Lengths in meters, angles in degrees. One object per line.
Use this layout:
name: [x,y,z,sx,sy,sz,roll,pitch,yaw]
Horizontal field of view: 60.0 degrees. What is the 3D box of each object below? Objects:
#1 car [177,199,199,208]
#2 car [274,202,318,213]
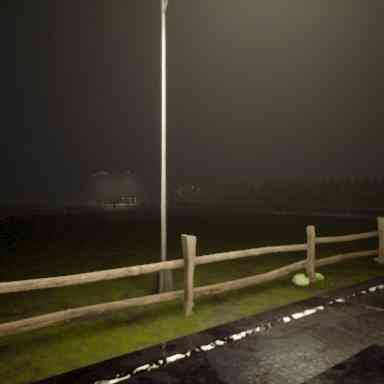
car: [-0.763,1.839,54.482,1.812,1.442,4.674,-1,0,-35]
car: [11.564,1.734,37.153,1.895,1.301,4.718,-1,0,-36]
